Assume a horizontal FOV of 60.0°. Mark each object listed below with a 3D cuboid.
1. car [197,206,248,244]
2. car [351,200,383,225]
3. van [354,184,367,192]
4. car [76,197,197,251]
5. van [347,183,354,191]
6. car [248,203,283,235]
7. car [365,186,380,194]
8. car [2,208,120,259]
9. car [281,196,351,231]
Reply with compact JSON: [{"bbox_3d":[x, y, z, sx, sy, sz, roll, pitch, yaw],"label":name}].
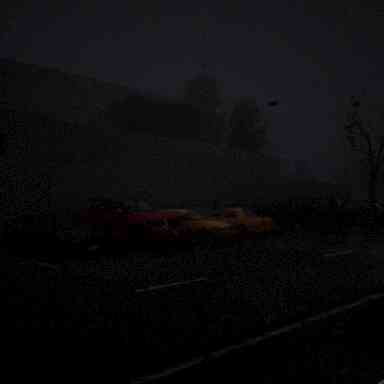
[{"bbox_3d":[-0.311,1.507,16.103,5.366,1.575,1.946,-1,-1,35],"label":"car"},{"bbox_3d":[11.775,1.468,24.895,4.553,1.767,2.185,-1,-1,35],"label":"car"},{"bbox_3d":[42.560,-0.908,82.960,1.878,1.987,4.442,8,3,35],"label":"van"},{"bbox_3d":[-2.885,1.253,14.458,5.566,2.045,2.435,-1,-1,34],"label":"car"},{"bbox_3d":[40.833,-1.181,85.433,1.878,1.987,4.442,8,3,35],"label":"van"},{"bbox_3d":[1.821,1.524,18.050,5.366,1.575,1.946,-1,-1,35],"label":"car"},{"bbox_3d":[44.317,-0.409,80.596,2.231,1.521,4.892,7,3,35],"label":"car"},{"bbox_3d":[-5.328,1.526,12.710,4.792,1.488,2.163,-1,-1,34],"label":"car"},{"bbox_3d":[6.835,1.303,21.444,5.566,2.045,2.435,-1,-1,35],"label":"car"}]
